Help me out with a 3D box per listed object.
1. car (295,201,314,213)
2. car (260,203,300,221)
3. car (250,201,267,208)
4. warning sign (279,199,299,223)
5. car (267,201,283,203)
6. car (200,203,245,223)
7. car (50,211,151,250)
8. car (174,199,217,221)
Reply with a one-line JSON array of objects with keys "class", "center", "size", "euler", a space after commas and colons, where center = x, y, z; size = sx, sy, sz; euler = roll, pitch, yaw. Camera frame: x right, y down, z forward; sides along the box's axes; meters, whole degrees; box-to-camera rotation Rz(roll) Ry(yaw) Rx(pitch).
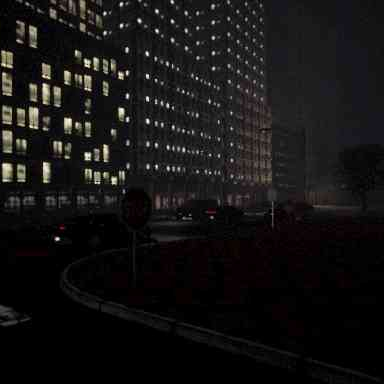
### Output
[{"class": "car", "center": [16.166, 2.159, 48.435], "size": [2.097, 1.767, 4.553], "euler": [-1, -1, 36]}, {"class": "car", "center": [8.690, 2.058, 32.595], "size": [1.994, 1.385, 4.181], "euler": [-1, -1, 36]}, {"class": "car", "center": [10.923, 2.072, 52.407], "size": [1.882, 1.535, 5.008], "euler": [-1, -1, 36]}, {"class": "warning sign", "center": [7.781, 1.495, 26.660], "size": [1.300, 1.860, 1.060], "euler": [0, 0, 36]}, {"class": "car", "center": [13.444, 2.361, 50.347], "size": [1.837, 1.490, 4.892], "euler": [-1, -2, 36]}, {"class": "car", "center": [3.129, 1.953, 30.484], "size": [1.837, 1.490, 4.892], "euler": [-1, -1, 36]}, {"class": "car", "center": [-3.943, 1.653, 15.242], "size": [1.837, 1.490, 4.892], "euler": [-1, -1, 36]}, {"class": "car", "center": [0.572, 1.710, 32.837], "size": [2.150, 2.045, 5.566], "euler": [-1, -1, 36]}]
